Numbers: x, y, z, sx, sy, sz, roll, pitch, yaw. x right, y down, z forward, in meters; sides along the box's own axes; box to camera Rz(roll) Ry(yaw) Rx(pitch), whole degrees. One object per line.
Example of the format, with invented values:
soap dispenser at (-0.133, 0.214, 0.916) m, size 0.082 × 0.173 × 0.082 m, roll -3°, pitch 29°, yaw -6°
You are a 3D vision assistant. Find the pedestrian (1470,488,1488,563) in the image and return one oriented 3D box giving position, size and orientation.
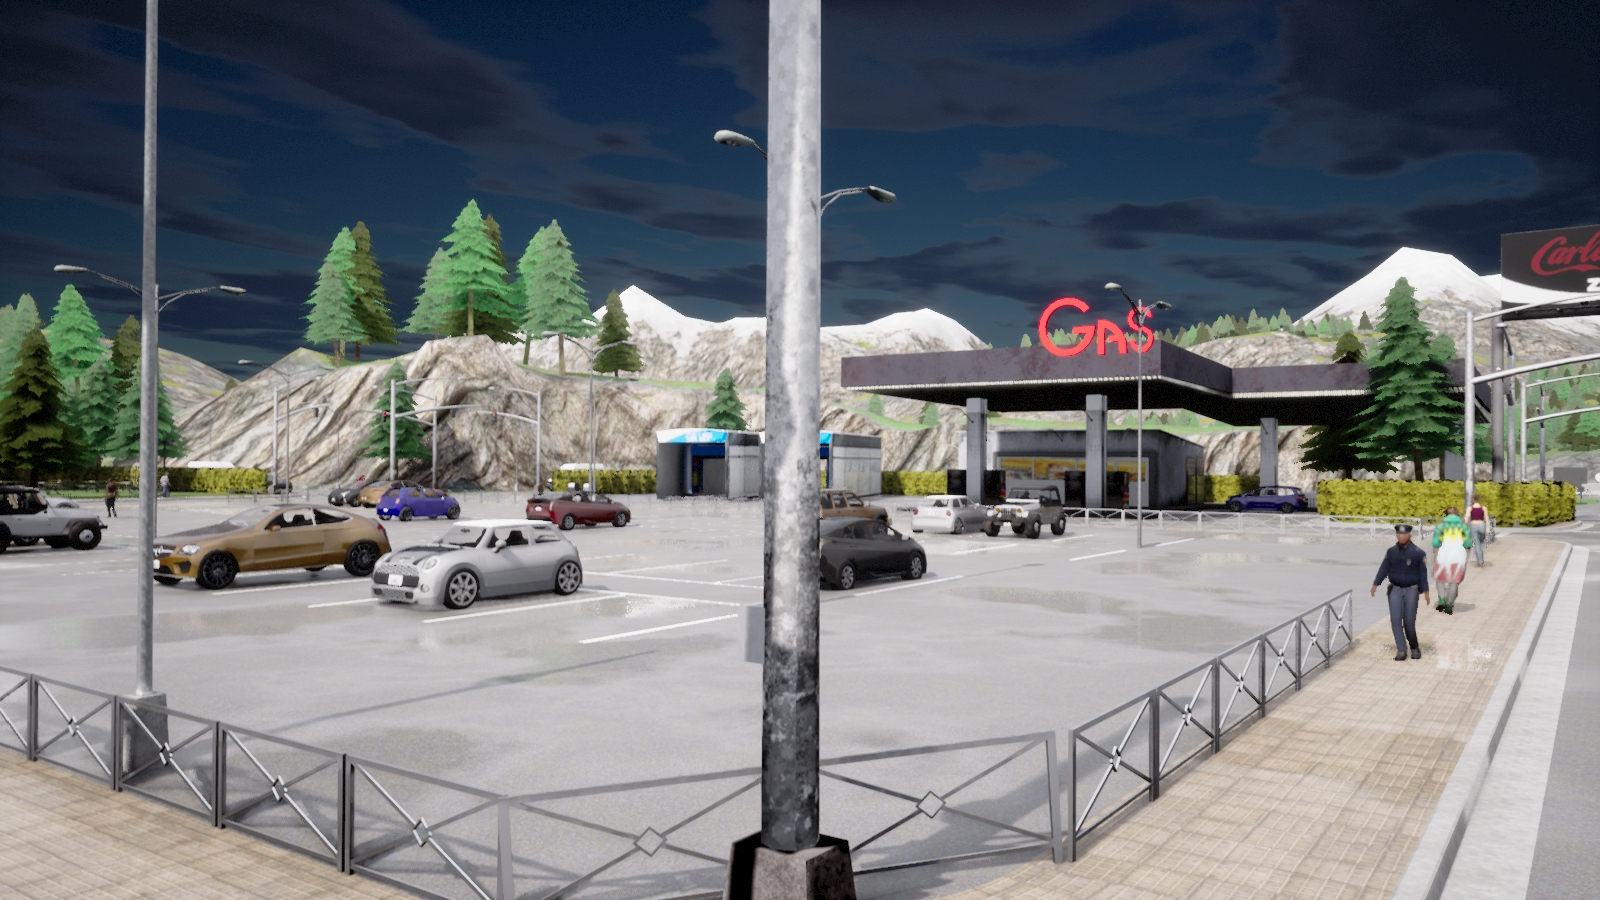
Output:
pedestrian at (17.027, 1.881, 28.651) m, size 0.375 × 1.860 × 0.375 m, roll 0°, pitch -1°, yaw 26°

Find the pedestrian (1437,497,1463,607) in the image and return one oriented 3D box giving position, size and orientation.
pedestrian at (11.267, 1.762, 19.814) m, size 0.375 × 1.860 × 0.375 m, roll 0°, pitch -1°, yaw 26°

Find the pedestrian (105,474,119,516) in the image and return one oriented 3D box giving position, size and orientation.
pedestrian at (-30.414, 1.981, 50.531) m, size 0.375 × 1.860 × 0.375 m, roll 0°, pitch -1°, yaw 28°

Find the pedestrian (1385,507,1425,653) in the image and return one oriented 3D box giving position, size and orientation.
pedestrian at (7.966, 1.698, 15.042) m, size 0.375 × 1.860 × 0.375 m, roll 0°, pitch -1°, yaw 43°
